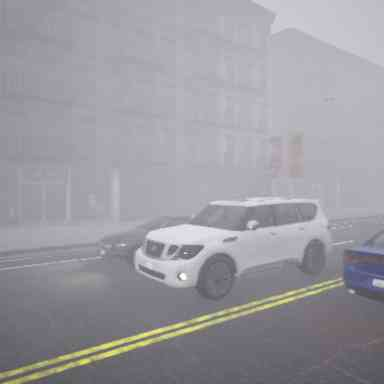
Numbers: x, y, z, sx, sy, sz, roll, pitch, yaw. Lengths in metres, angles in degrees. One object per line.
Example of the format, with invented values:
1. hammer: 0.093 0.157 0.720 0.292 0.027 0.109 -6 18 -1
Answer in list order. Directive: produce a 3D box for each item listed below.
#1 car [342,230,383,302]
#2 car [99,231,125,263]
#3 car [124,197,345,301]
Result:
1. car: 5.280 1.419 7.200 5.008 1.535 1.882 0 0 -35
2. car: -0.731 1.485 11.141 4.674 1.442 1.812 0 0 -35
3. car: 1.353 1.179 8.636 5.566 2.045 2.150 0 0 -35
